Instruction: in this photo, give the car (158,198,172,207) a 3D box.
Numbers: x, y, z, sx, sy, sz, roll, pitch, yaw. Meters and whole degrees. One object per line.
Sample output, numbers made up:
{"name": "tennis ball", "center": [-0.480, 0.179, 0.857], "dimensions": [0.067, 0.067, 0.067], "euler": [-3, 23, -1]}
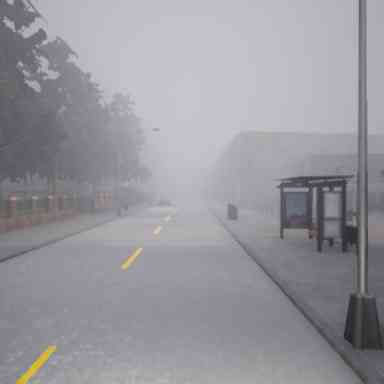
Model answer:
{"name": "car", "center": [-4.082, 1.535, 50.434], "dimensions": [1.895, 1.301, 4.718], "euler": [0, 0, 0]}
